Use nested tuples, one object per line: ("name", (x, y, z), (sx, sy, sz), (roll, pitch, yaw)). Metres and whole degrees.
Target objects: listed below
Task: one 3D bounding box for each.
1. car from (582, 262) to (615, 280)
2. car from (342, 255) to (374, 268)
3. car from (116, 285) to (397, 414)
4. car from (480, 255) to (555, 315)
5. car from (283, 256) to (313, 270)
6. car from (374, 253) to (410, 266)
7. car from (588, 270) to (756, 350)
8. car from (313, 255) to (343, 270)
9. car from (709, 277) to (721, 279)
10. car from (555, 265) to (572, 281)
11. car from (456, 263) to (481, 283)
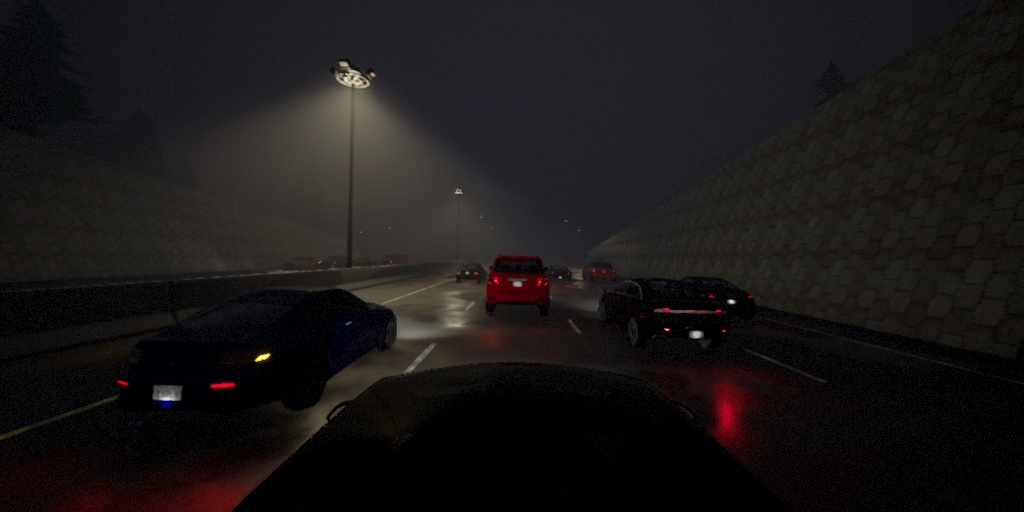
("car", (7.476, 1.271, 31.103), (2.097, 1.767, 4.553), (1, 0, 1))
("car", (-16.976, 0.902, 41.206), (2.128, 1.511, 4.902), (1, 0, 1))
("car", (-3.421, 1.205, 5.894), (1.812, 1.442, 4.674), (1, 0, 1))
("car", (0.233, 0.981, 13.992), (2.150, 2.045, 5.566), (1, 0, 1))
("car", (-23.980, 0.740, 41.002), (1.882, 1.535, 5.008), (1, 0, 1))
("car", (-13.465, 0.690, 41.373), (2.150, 2.045, 5.566), (1, 0, 1))
("car", (3.645, 1.321, 9.421), (2.128, 1.511, 4.902), (1, 0, 1))
("car", (-20.464, 0.686, 41.586), (2.097, 1.767, 4.553), (1, 0, 1))
("car", (7.209, 1.470, 13.720), (1.994, 1.385, 4.181), (1, 0, 1))
("car", (3.976, 1.446, 31.392), (1.895, 1.301, 4.718), (1, 0, 1))
("car", (-3.081, 1.243, 27.524), (2.033, 1.411, 5.357), (1, 0, 1))
